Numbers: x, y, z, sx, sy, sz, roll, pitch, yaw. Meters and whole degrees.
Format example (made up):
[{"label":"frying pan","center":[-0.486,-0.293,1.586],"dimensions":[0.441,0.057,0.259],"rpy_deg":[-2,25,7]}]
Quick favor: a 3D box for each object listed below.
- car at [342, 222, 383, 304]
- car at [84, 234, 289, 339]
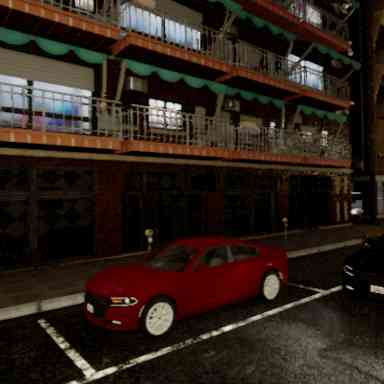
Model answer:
[{"label":"car","center":[5.328,1.485,7.582],"dimensions":[5.008,1.535,1.882],"rpy_deg":[0,-1,-38]},{"label":"car","center":[0.119,1.617,6.770],"dimensions":[4.507,1.381,1.887],"rpy_deg":[0,-1,-38]}]
